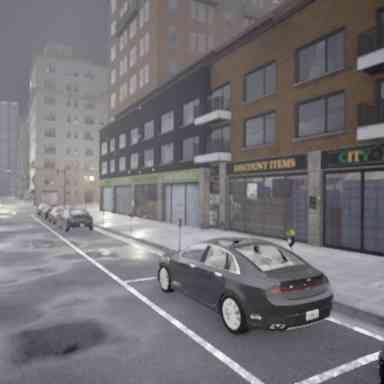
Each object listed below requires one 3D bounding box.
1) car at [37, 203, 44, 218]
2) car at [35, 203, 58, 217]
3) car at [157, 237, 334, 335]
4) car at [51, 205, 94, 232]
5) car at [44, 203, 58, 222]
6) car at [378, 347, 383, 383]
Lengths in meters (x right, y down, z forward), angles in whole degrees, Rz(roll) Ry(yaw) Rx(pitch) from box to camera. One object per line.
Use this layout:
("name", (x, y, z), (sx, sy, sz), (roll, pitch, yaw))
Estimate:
("car", (-13.032, 1.822, 31.156), (1.947, 1.339, 4.313), (-1, 0, -29))
("car", (-15.782, 1.877, 36.017), (1.802, 1.307, 4.206), (-1, 0, -29))
("car", (0.716, 1.604, 6.845), (2.008, 1.369, 4.403), (-1, 0, -29))
("car", (-7.533, 1.728, 21.431), (2.008, 1.369, 4.403), (-1, 0, -29))
("car", (-10.366, 1.743, 26.441), (1.752, 1.417, 4.829), (-1, 0, -29))
("car", (3.466, 1.577, 1.983), (1.947, 1.339, 4.313), (-1, 0, -29))
